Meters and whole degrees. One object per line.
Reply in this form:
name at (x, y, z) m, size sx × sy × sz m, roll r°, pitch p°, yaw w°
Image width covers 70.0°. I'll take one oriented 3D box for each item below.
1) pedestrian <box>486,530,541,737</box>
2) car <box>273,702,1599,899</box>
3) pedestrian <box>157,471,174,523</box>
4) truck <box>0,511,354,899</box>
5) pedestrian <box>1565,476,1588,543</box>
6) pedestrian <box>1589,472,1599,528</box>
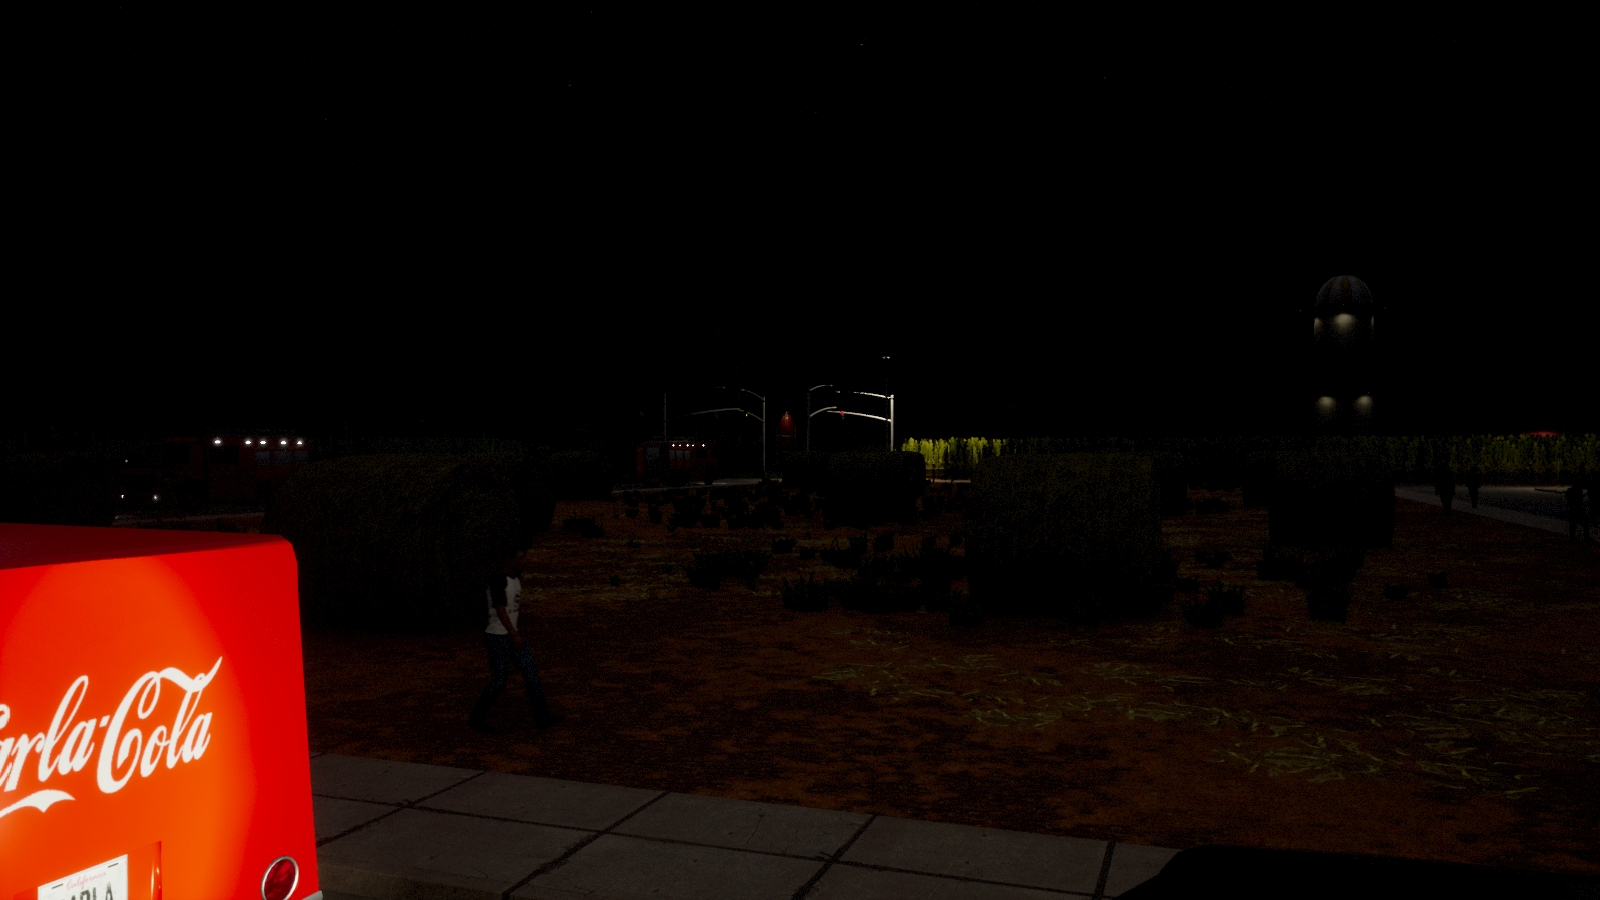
pedestrian at (-2.663, 1.686, 10.629) m, size 0.375 × 1.860 × 0.375 m, roll 0°, pitch 0°, yaw 12°
car at (1.269, 1.906, 2.870) m, size 4.553 × 1.767 × 2.097 m, roll 0°, pitch 0°, yaw 20°
pedestrian at (-22.934, 1.685, 41.288) m, size 0.375 × 1.860 × 0.375 m, roll 0°, pitch 0°, yaw 28°
truck at (-5.033, 1.572, 5.132) m, size 5.204 × 2.467 × 2.627 m, roll 0°, pitch 0°, yaw 20°
pedestrian at (21.725, 1.666, 31.965) m, size 0.375 × 1.860 × 0.375 m, roll 0°, pitch 0°, yaw -4°
pedestrian at (26.599, 1.664, 38.107) m, size 0.375 × 1.860 × 0.375 m, roll 0°, pitch 0°, yaw 19°
